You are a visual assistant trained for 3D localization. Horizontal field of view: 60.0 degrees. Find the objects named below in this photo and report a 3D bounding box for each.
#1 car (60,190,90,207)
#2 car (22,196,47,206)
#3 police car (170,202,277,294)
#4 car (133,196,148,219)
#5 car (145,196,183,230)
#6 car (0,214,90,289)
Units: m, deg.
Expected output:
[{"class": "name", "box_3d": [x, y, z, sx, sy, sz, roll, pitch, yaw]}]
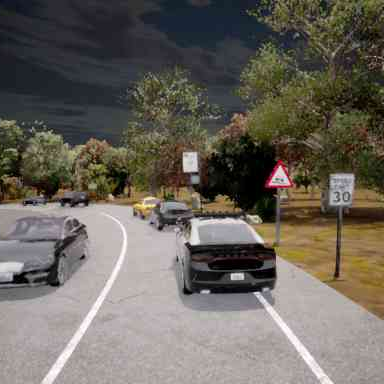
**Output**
[{"class": "car", "box_3d": [-15.433, 0.862, 43.655, 2.150, 2.045, 5.566, -5, 3, -41]}, {"class": "car", "box_3d": [-25.162, 1.393, 53.043, 4.902, 1.511, 2.128, -2, 3, 34]}, {"class": "police car", "box_3d": [0.581, 1.309, 8.694, 1.930, 1.638, 5.238, -1, 1, -6]}, {"class": "car", "box_3d": [-3.230, 1.076, 25.015, 1.801, 1.575, 5.366, -2, 1, -20]}, {"class": "car", "box_3d": [-1.264, 1.215, 18.863, 1.837, 1.490, 4.892, -2, 1, -15]}, {"class": "car", "box_3d": [-4.055, 1.411, 9.049, 2.128, 1.511, 4.902, -1, 1, -7]}]
